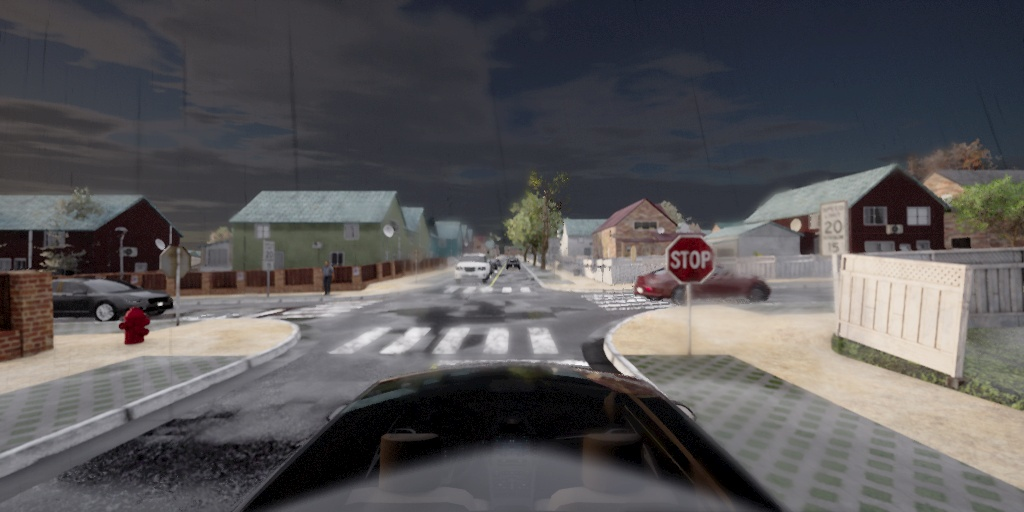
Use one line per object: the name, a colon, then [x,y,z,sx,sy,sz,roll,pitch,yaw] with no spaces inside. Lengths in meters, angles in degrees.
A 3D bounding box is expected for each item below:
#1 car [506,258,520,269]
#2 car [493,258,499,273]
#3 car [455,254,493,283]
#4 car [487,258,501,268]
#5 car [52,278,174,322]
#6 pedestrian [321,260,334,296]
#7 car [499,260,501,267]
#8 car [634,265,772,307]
car: [0.170,1.008,49.796,1.837,1.490,4.892,0,0,0]
car: [-2.795,1.066,36.424,2.128,1.511,4.902,0,0,0]
car: [-2.799,0.847,26.504,2.150,2.045,5.566,0,0,0]
car: [-2.727,1.033,55.996,1.994,1.385,4.181,0,0,1]
car: [-15.008,1.544,12.810,4.892,1.490,1.837,-2,-1,0]
pedestrian: [-9.667,1.124,18.697,0.375,1.860,0.375,0,1,0]
car: [-2.778,1.001,46.079,1.882,1.535,5.008,0,0,0]
car: [6.780,0.968,12.923,4.674,1.442,1.812,-2,-2,-8]
